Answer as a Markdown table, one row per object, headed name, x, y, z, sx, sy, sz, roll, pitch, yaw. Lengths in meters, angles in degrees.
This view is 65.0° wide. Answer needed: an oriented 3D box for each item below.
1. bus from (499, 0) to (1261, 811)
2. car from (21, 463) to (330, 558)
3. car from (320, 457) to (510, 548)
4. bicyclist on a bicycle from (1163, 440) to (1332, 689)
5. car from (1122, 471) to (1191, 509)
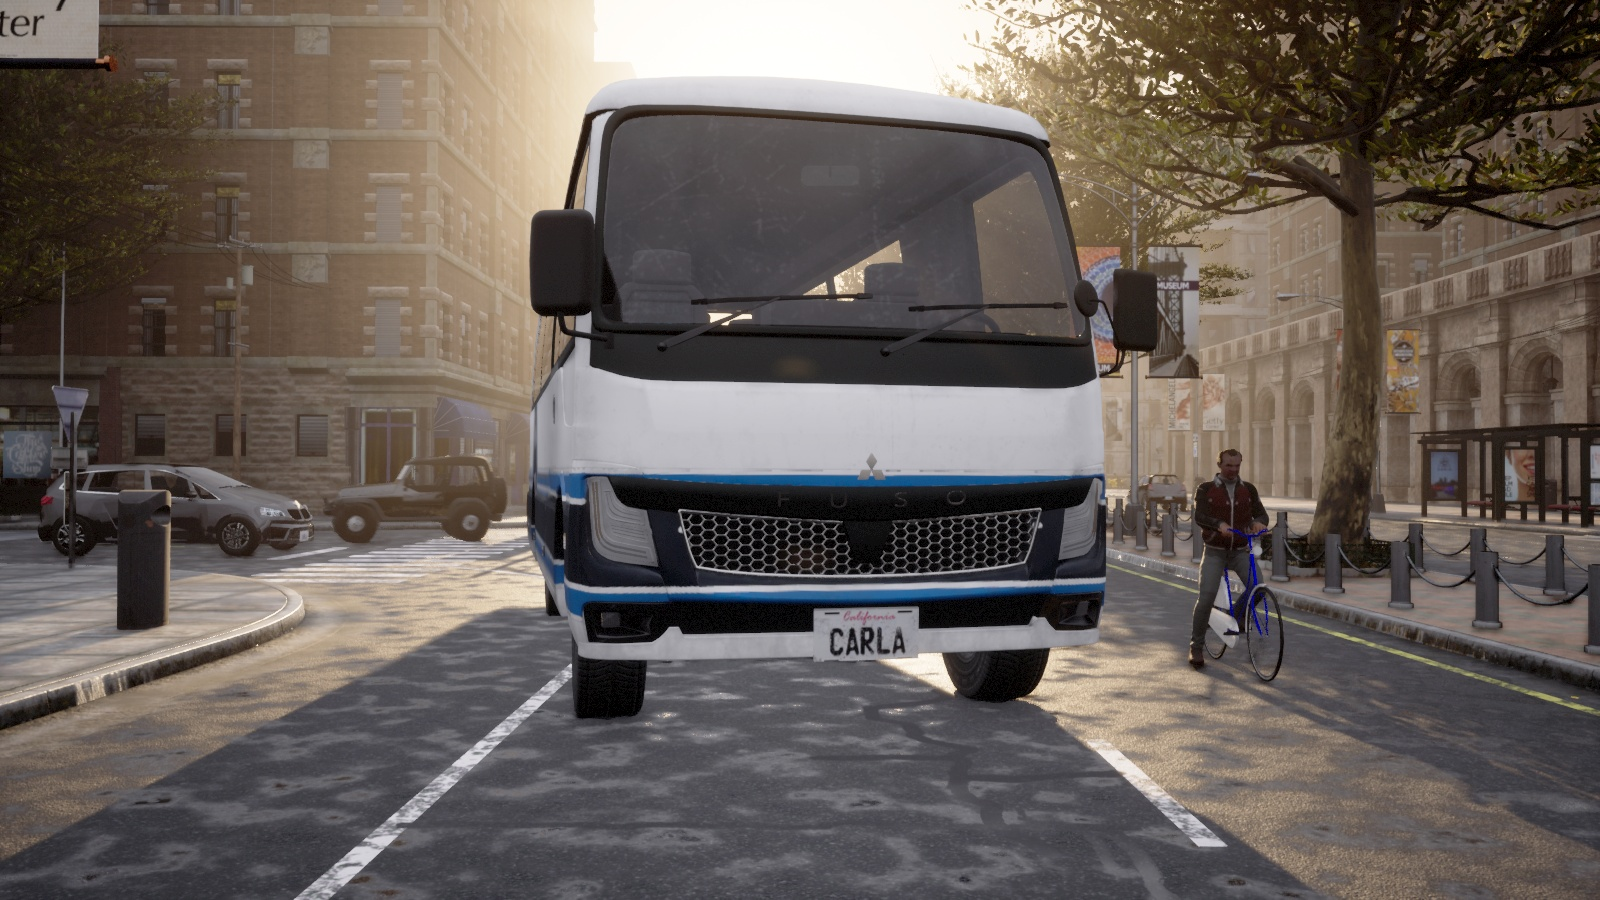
| name | x | y | z | sx | sy | sz | roll | pitch | yaw |
| --- | --- | --- | --- | --- | --- | --- | --- | --- | --- |
| bus | -0.664 | -0.370 | 11.292 | 3.944 | 4.253 | 10.273 | 0 | -1 | -14 |
| car | -11.478 | 1.096 | 23.356 | 4.611 | 1.667 | 2.242 | 0 | -1 | 0 |
| car | -8.465 | 1.106 | 27.574 | 3.866 | 1.878 | 1.905 | 0 | -1 | -22 |
| bicyclist on a bicycle | 3.475 | 0.838 | 9.929 | 0.659 | 1.776 | 1.843 | 0 | -1 | 0 |
| car | 14.870 | 1.650 | 52.573 | 1.845 | 1.501 | 3.633 | 0 | -1 | 0 |
